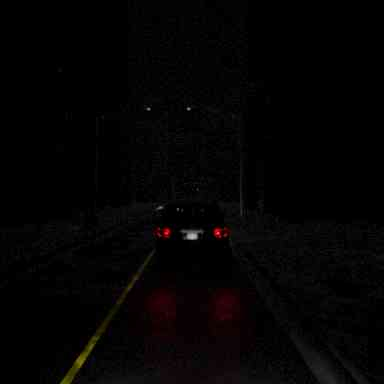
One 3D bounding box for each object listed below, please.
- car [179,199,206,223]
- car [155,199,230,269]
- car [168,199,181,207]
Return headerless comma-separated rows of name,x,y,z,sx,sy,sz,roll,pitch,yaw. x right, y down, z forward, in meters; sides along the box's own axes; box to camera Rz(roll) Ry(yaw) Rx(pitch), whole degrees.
car,0.048,1.484,27.607,2.097,1.767,4.553,0,0,0
car,0.032,1.276,11.551,2.150,2.045,5.566,0,0,1
car,-3.035,1.918,58.403,1.994,1.385,4.181,0,0,1
